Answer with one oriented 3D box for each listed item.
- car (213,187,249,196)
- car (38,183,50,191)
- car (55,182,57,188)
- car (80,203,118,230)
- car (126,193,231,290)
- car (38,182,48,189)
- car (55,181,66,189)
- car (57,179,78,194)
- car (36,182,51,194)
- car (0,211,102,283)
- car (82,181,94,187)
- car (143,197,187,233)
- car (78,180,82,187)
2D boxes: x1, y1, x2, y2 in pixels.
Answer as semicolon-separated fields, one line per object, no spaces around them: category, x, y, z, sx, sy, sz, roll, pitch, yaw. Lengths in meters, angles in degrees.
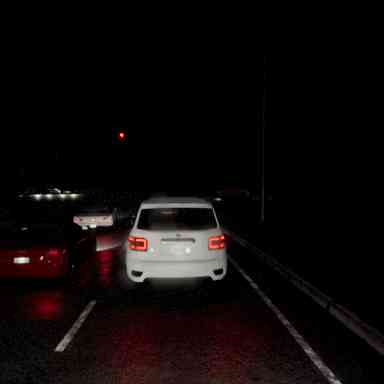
car;5.262;0.011;44.998;5.008;1.535;1.882;0;3;-22
car;-28.164;-1.012;63.269;2.033;1.411;5.357;-1;3;-25
car;-24.833;-1.051;64.397;1.994;1.385;4.181;-1;3;-25
car;-5.113;1.272;18.225;1.895;1.301;4.718;0;2;-9
car;-0.475;1.132;9.079;2.150;2.045;5.566;0;1;-4
car;-33.052;-1.521;73.794;2.033;1.411;5.357;-1;3;-25
car;-29.619;-1.629;74.705;1.882;1.535;5.008;-1;3;-25
car;-20.066;-0.851;53.584;2.150;2.045;5.566;-1;3;-22
car;-23.206;-0.518;52.040;1.882;1.535;5.008;-1;3;-23
car;-4.035;1.476;9.505;1.994;1.385;4.181;0;1;-5
car;-25.716;-1.965;82.918;2.033;1.411;5.357;-1;3;-25
car;-1.663;1.140;18.675;2.128;1.511;4.902;0;2;-9
car;-28.904;-2.208;81.459;2.150;2.045;5.566;-1;3;-25
